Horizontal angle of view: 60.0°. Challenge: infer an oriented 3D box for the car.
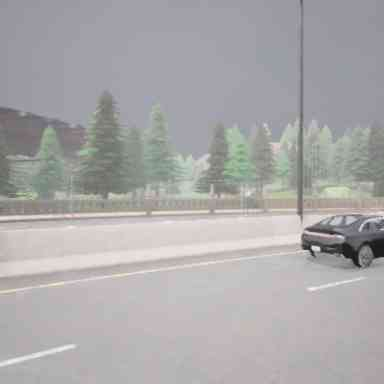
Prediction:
[{"bbox_3d":[5.850,1.491,11.141,4.902,1.511,2.128,0,0,-29],"label":"car"}]
